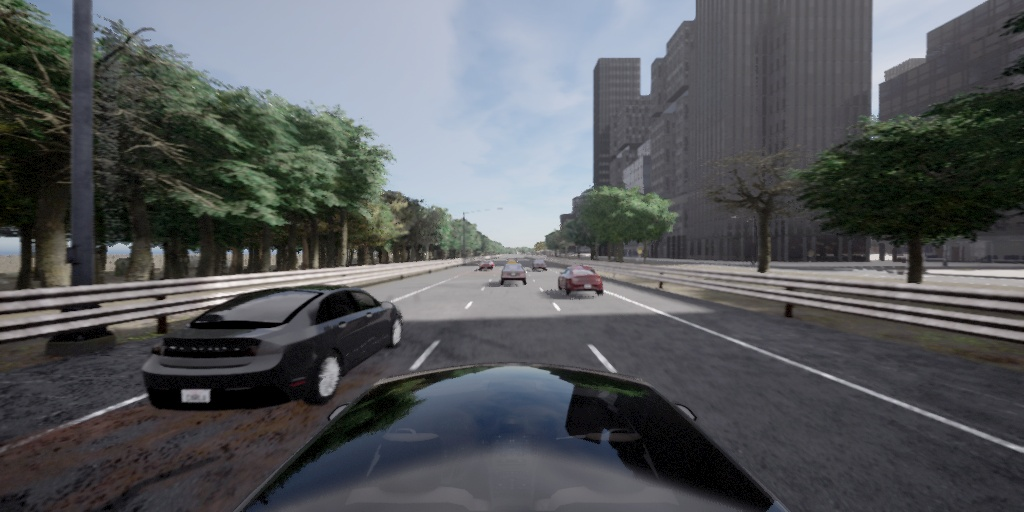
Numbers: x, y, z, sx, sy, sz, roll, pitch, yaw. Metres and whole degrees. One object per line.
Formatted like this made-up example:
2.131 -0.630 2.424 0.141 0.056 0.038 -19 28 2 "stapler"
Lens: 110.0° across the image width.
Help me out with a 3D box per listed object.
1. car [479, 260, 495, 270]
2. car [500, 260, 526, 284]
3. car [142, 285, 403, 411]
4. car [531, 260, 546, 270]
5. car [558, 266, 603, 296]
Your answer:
-3.406 1.260 49.275 1.895 1.301 4.718 0 0 0 "car"
0.100 1.274 26.721 2.033 1.411 5.357 0 0 0 "car"
-3.398 1.255 6.275 1.837 1.490 4.892 0 0 0 "car"
3.598 1.207 48.995 2.033 1.411 5.357 0 0 0 "car"
3.598 1.267 19.318 1.812 1.442 4.674 0 0 0 "car"
